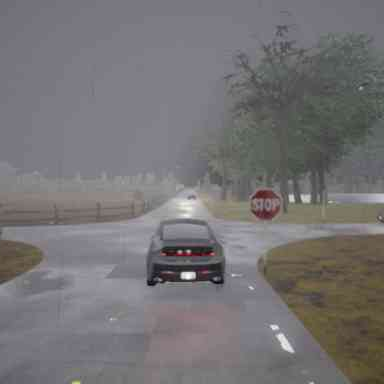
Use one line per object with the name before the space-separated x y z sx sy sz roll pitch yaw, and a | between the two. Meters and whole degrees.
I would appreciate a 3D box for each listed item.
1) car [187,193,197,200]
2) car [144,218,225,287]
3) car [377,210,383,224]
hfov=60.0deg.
car | -0.007 1.070 75.554 1.837 1.490 4.892 0 1 0
car | -0.273 1.499 9.404 1.837 1.490 4.892 0 0 -5
car | 14.075 1.304 20.746 4.674 1.442 1.812 -1 -1 0
